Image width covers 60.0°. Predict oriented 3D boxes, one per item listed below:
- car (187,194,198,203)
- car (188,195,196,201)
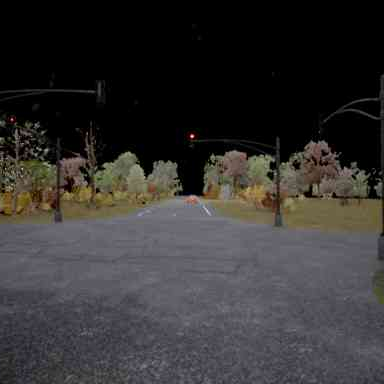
[{"bbox_3d":[0.095,1.397,67.921,2.097,1.767,4.553,0,0,0],"label":"car"},{"bbox_3d":[0.108,1.419,77.956,1.812,1.442,4.674,0,0,0],"label":"car"}]
